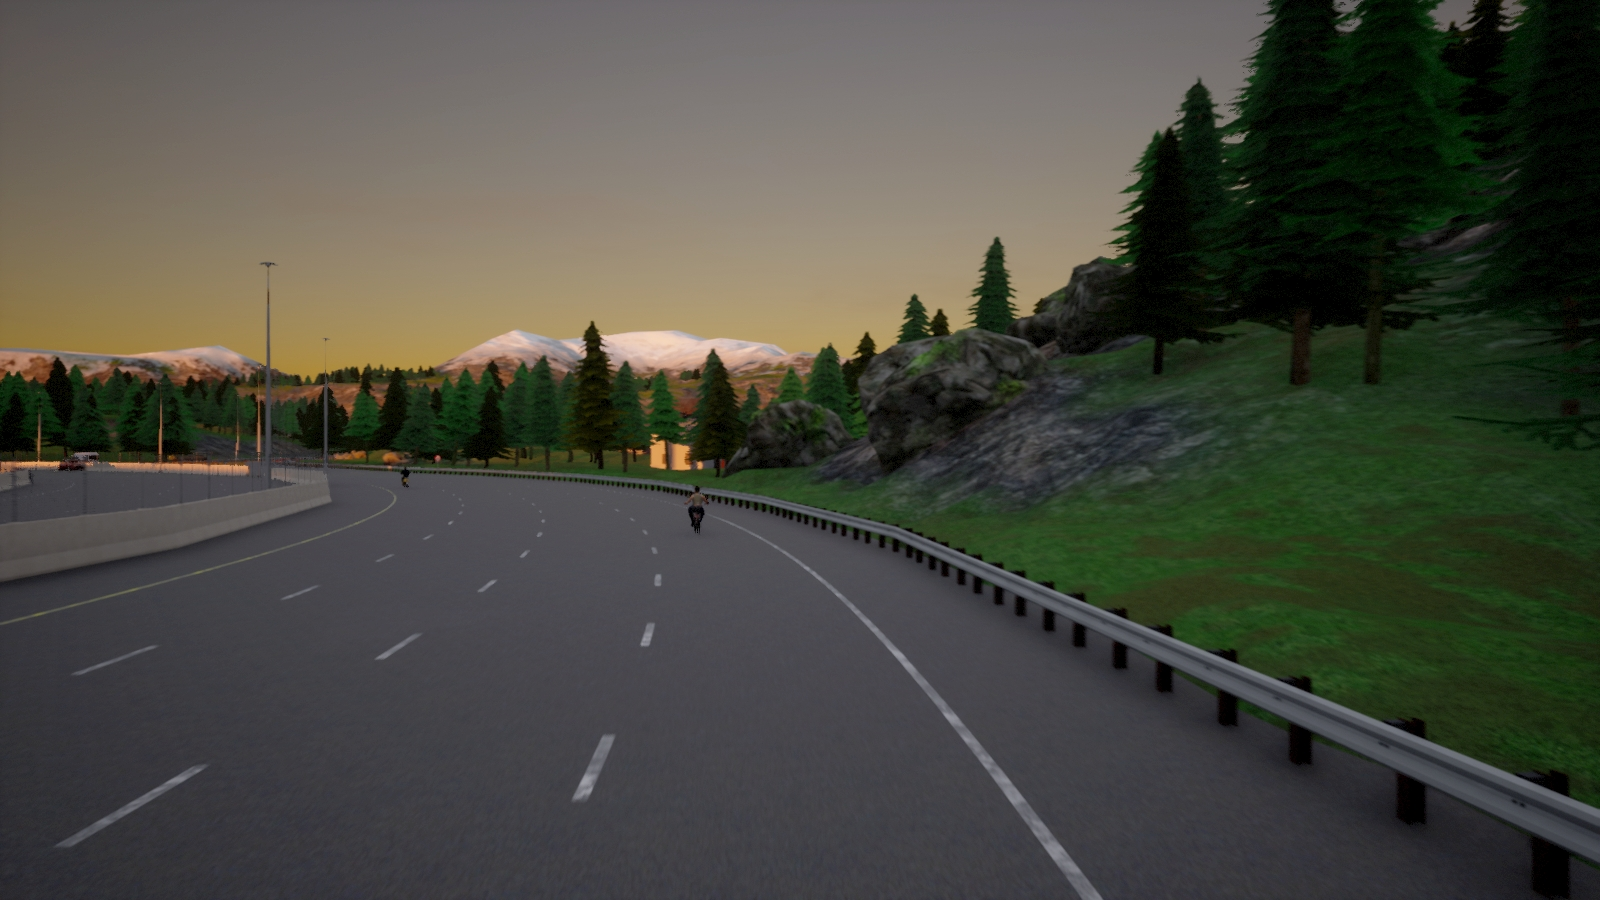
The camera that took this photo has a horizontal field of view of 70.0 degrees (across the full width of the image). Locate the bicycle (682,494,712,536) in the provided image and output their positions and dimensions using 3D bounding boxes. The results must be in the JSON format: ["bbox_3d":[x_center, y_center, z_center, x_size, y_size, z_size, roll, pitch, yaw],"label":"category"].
[{"bbox_3d":[-3.424,2.154,37.937,0.859,1.295,1.487,0,0,-10],"label":"bicycle"}]
